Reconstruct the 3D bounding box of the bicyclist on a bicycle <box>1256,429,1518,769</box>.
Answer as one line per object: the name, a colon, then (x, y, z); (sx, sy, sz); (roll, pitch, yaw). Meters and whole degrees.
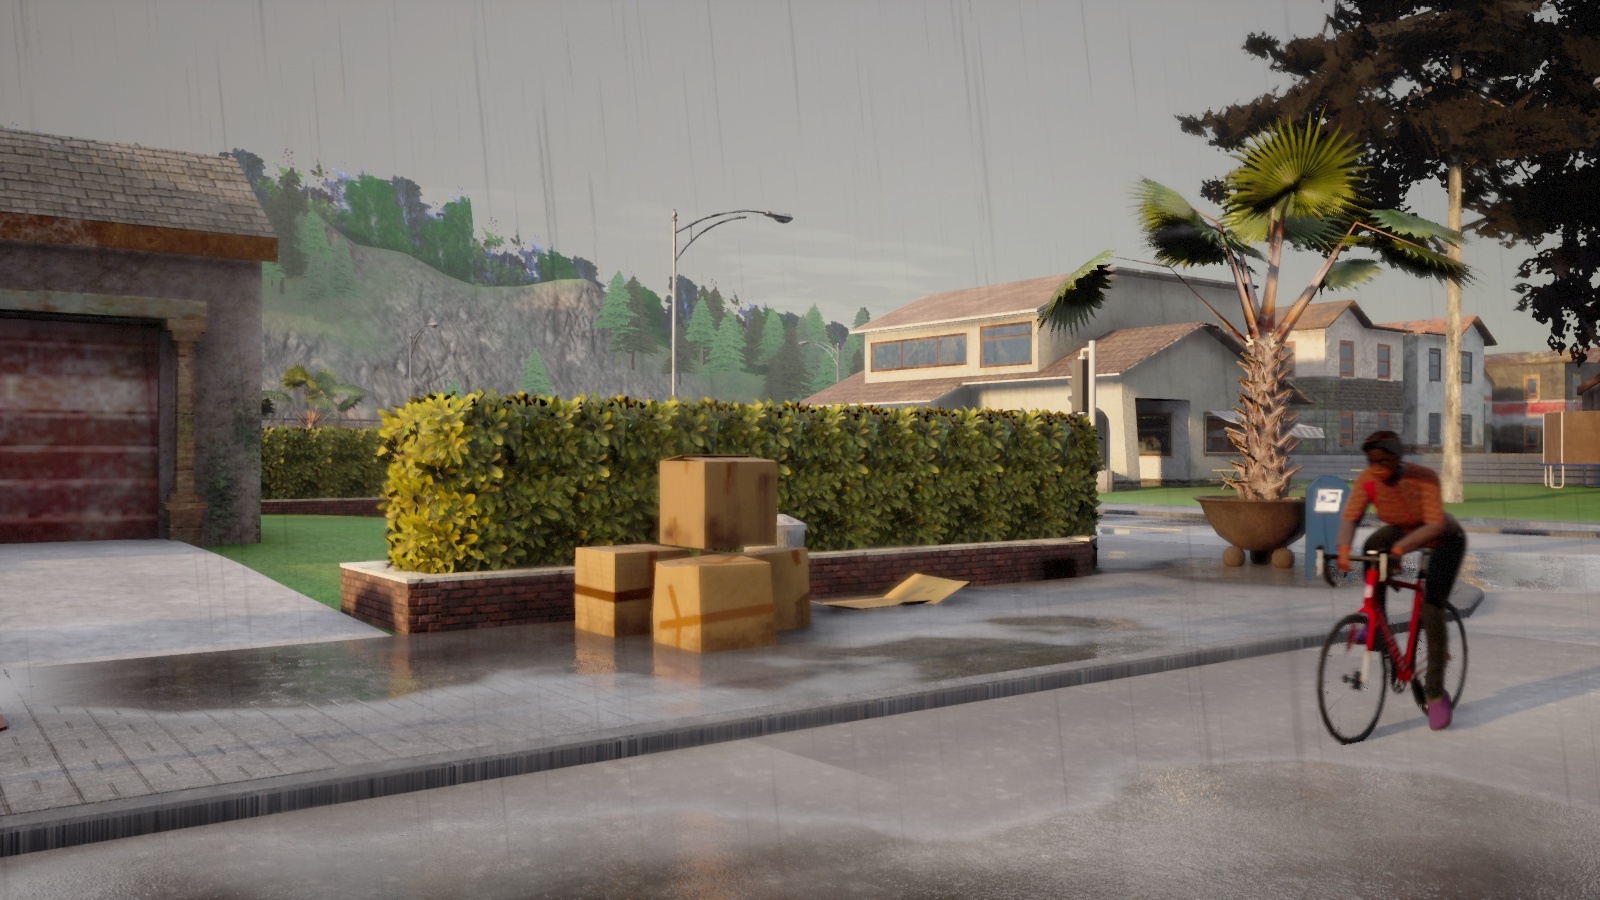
bicyclist on a bicycle: (3.174, 0.707, 6.730); (1.656, 1.620, 0.582); (0, 0, -39)
